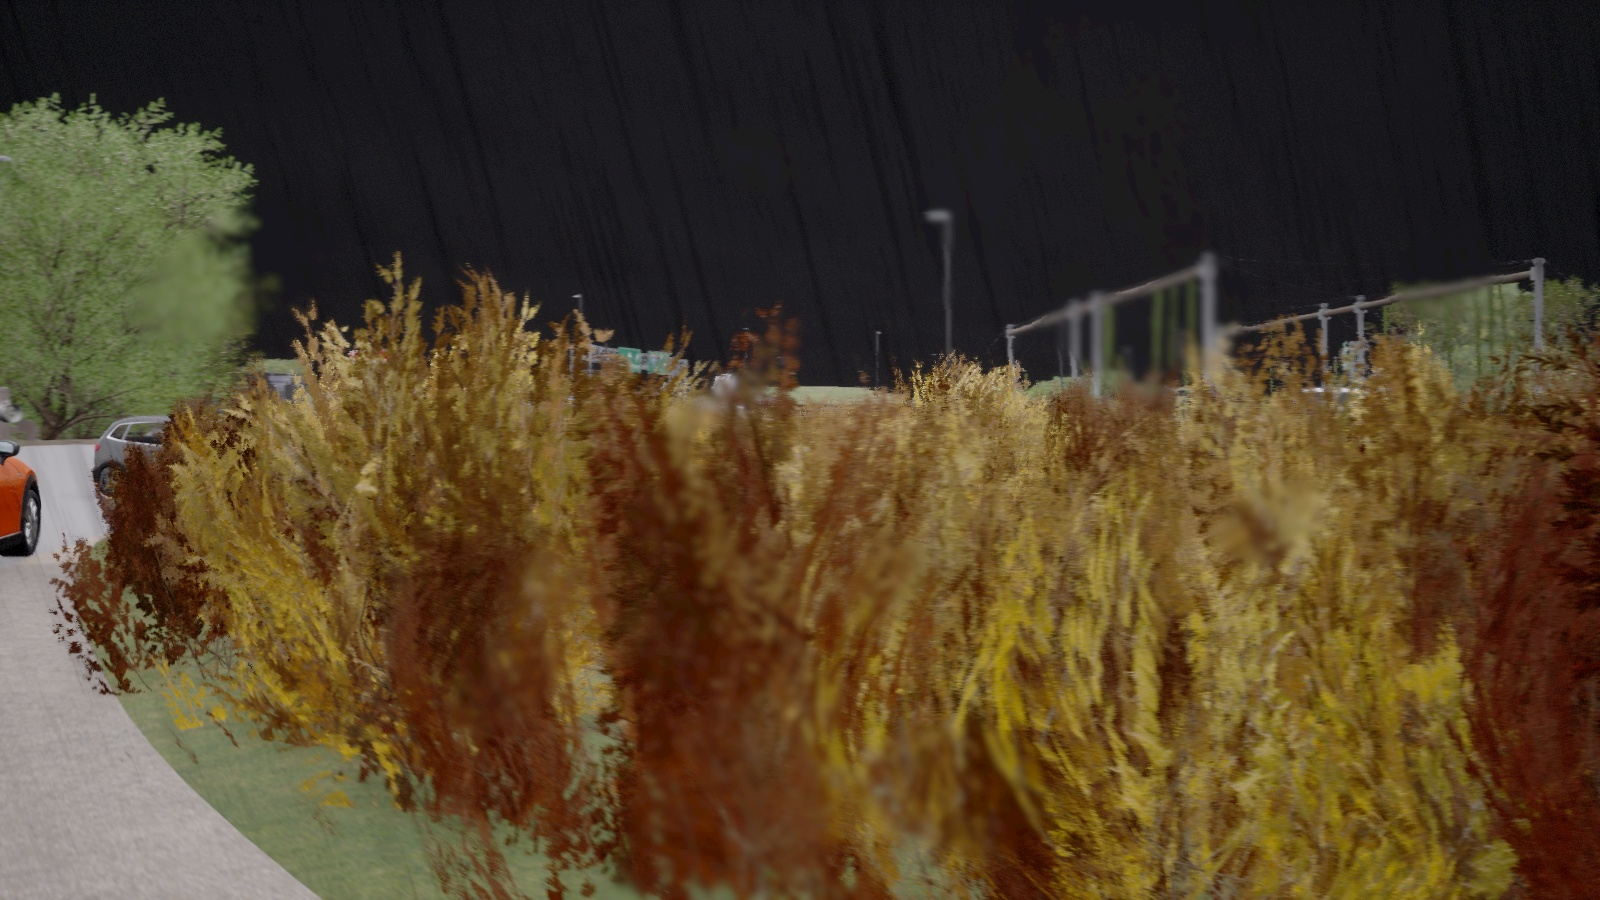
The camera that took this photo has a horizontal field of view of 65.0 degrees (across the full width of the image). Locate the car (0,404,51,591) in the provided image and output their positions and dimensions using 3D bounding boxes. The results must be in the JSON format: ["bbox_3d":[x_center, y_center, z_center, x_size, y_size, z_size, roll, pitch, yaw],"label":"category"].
[{"bbox_3d":[-8.661,0.464,11.758,2.097,1.767,4.553,-1,1,-22],"label":"car"}]

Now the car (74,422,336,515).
[{"bbox_3d":[-12.023,0.306,25.422,4.611,1.667,2.242,1,2,22],"label":"car"}]
